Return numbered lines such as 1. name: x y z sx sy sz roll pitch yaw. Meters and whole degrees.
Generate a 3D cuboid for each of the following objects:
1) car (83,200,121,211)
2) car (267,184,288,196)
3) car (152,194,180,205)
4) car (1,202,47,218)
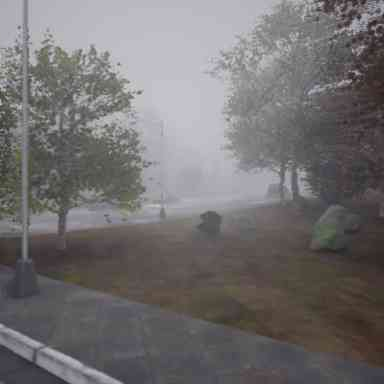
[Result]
1. car: -9.919 1.353 38.843 2.033 1.411 5.357 0 2 38
2. car: 15.300 -0.446 59.237 2.150 2.045 5.566 0 3 35
3. car: -3.668 0.984 46.648 1.994 1.385 4.181 0 3 39
4. car: -16.124 1.527 31.074 1.837 1.490 4.892 0 1 39
